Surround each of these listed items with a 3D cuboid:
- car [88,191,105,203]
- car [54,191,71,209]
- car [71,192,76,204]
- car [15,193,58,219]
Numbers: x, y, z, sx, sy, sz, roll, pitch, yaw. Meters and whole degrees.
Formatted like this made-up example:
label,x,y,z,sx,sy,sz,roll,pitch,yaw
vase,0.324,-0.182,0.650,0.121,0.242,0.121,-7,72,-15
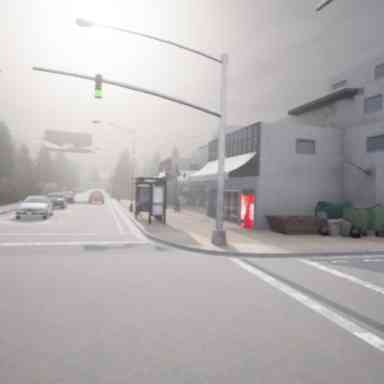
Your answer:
label,x,y,z,sx,sy,sz,roll,pitch,yaw
car,-13.165,0.582,45.968,2.097,1.767,4.553,2,0,-15
car,-13.349,0.829,32.625,1.837,1.490,4.892,2,0,-15
car,-15.964,0.645,42.421,1.882,1.535,5.008,2,0,-15
car,-10.730,1.005,22.971,1.812,1.442,4.674,2,0,-15
